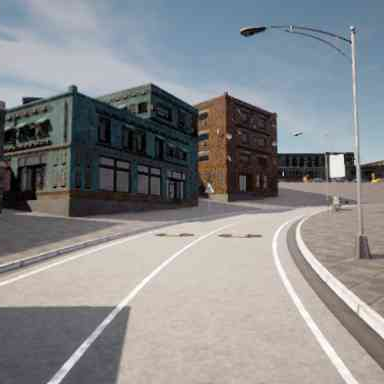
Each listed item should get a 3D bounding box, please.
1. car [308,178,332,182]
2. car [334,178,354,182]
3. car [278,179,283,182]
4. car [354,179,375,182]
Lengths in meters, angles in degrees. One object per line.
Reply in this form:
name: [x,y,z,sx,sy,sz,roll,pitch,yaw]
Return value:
car: [31.727,-2.696,83.714,4.892,1.521,2.231,0,-5,-2]
car: [37.243,-2.716,83.911,4.892,1.521,2.231,0,-5,-2]
car: [20.791,-2.757,83.349,4.553,1.767,2.185,0,-5,-2]
car: [42.784,-2.670,84.207,4.674,1.452,2.002,0,-5,-3]
